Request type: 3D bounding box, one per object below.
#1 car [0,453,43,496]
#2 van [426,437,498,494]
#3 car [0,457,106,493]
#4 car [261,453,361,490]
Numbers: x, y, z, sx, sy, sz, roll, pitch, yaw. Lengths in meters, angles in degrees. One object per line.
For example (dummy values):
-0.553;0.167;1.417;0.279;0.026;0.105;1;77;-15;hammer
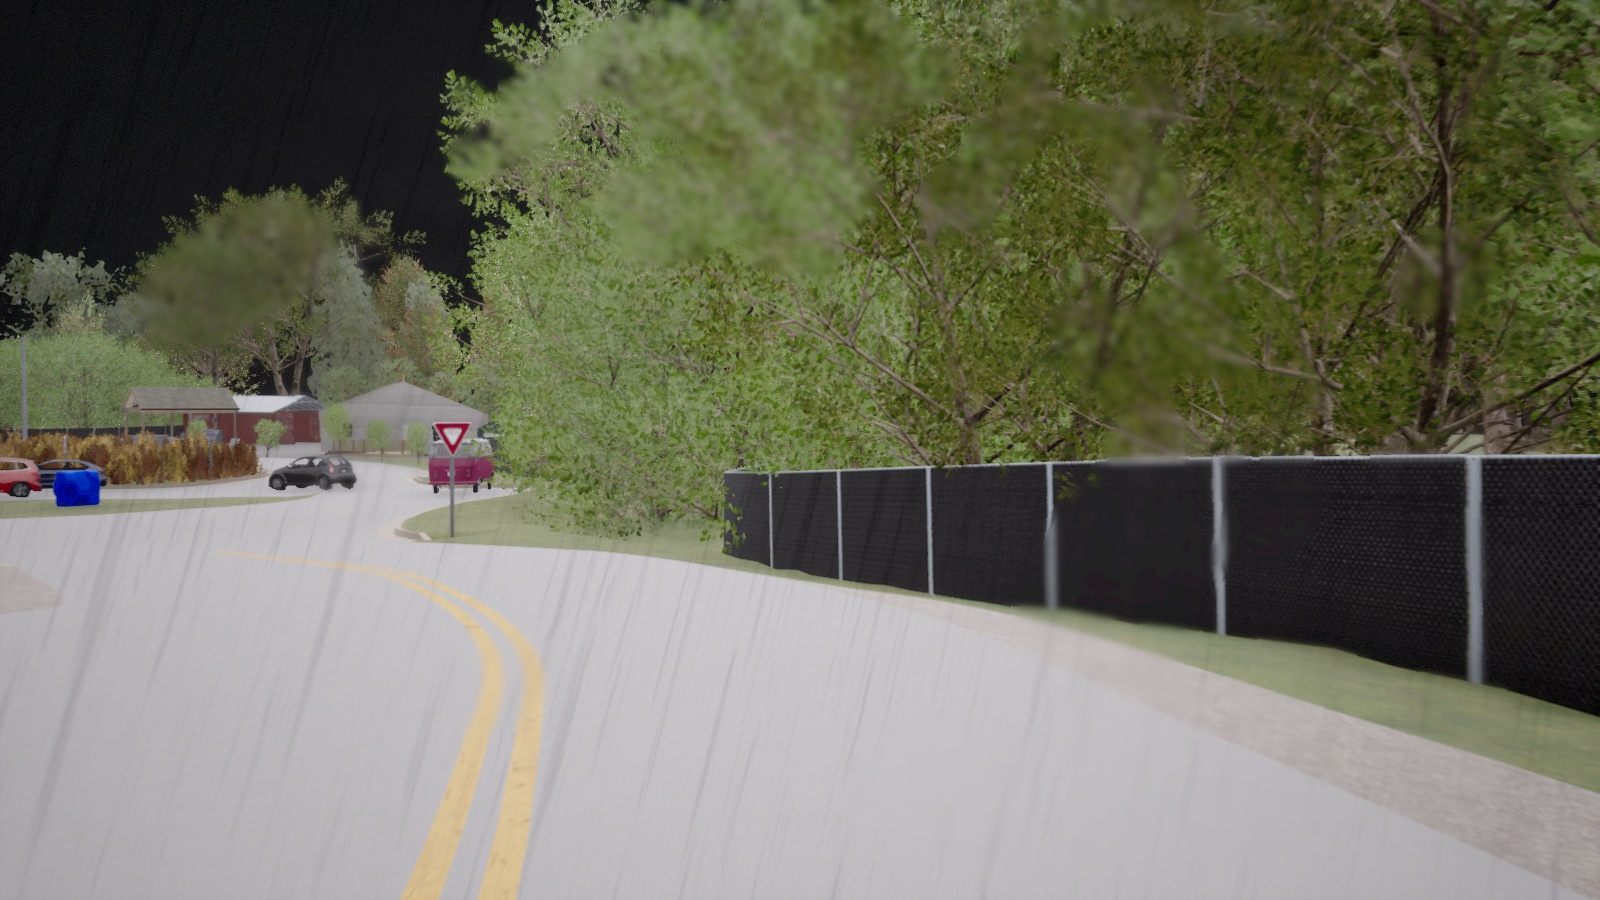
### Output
-33.810;1.016;51.352;4.611;1.667;2.242;-1;1;-39;car
-12.661;0.537;47.292;1.775;1.987;4.442;-1;1;-4;van
-33.374;1.102;56.059;4.193;1.474;1.816;0;2;-29;car
-22.553;0.968;57.932;3.988;1.617;1.851;0;2;19;car
